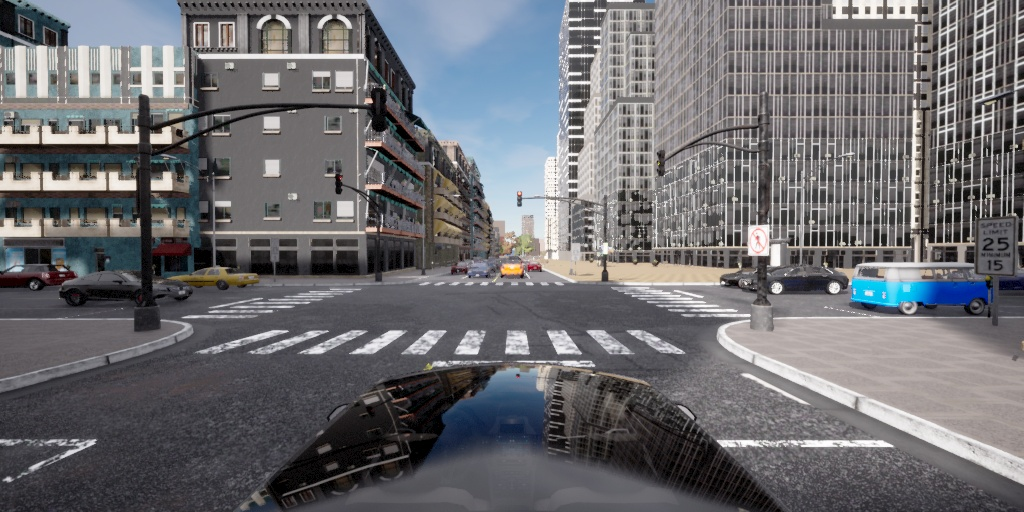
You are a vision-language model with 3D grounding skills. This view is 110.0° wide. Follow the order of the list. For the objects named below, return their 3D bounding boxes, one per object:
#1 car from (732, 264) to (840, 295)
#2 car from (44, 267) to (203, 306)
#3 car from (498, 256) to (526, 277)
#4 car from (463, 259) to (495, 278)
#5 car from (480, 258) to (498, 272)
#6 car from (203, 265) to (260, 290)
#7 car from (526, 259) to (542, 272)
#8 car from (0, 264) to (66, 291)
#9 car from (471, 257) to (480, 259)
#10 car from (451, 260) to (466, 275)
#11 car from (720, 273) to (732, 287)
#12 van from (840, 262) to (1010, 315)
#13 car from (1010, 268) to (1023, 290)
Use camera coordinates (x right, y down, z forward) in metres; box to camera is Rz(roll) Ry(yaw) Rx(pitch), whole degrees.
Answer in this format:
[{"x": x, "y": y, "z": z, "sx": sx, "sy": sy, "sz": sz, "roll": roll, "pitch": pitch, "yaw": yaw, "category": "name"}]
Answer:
[{"x": 14.639, "y": 1.194, "z": 18.713, "sx": 4.892, "sy": 1.490, "sz": 1.837, "roll": 0, "pitch": 1, "yaw": 0, "category": "car"}, {"x": -16.651, "y": 1.332, "z": 15.551, "sx": 4.674, "sy": 1.442, "sz": 1.812, "roll": 0, "pitch": 1, "yaw": 0, "category": "car"}, {"x": 0.077, "y": 1.096, "z": 34.844, "sx": 2.097, "sy": 1.767, "sz": 4.553, "roll": 0, "pitch": 0, "yaw": 2, "category": "car"}, {"x": -3.010, "y": 1.293, "z": 33.951, "sx": 2.033, "sy": 1.411, "sz": 5.357, "roll": 0, "pitch": 0, "yaw": 0, "category": "car"}, {"x": -2.980, "y": 1.309, "z": 43.985, "sx": 1.994, "sy": 1.385, "sz": 4.181, "roll": 0, "pitch": 0, "yaw": 0, "category": "car"}, {"x": -17.828, "y": 1.247, "z": 21.353, "sx": 4.829, "sy": 1.417, "sz": 1.751, "roll": 0, "pitch": 0, "yaw": 0, "category": "car"}, {"x": 2.777, "y": 1.290, "z": 45.085, "sx": 1.888, "sy": 1.381, "sz": 4.507, "roll": 0, "pitch": 0, "yaw": 0, "category": "car"}, {"x": -28.726, "y": 1.190, "z": 21.366, "sx": 4.097, "sy": 1.591, "sz": 1.967, "roll": 0, "pitch": 0, "yaw": 0, "category": "car"}, {"x": -5.570, "y": 1.185, "z": 45.051, "sx": 1.967, "sy": 1.591, "sz": 4.097, "roll": 0, "pitch": 0, "yaw": 0, "category": "car"}, {"x": -5.586, "y": 1.290, "z": 39.402, "sx": 1.888, "sy": 1.381, "sz": 4.507, "roll": 0, "pitch": 0, "yaw": 0, "category": "car"}, {"x": 14.730, "y": 1.216, "z": 21.315, "sx": 4.313, "sy": 1.339, "sz": 1.948, "roll": 0, "pitch": 0, "yaw": 0, "category": "car"}, {"x": 14.720, "y": 1.117, "z": 12.935, "sx": 3.998, "sy": 1.789, "sz": 1.690, "roll": 0, "pitch": 0, "yaw": 0, "category": "van"}, {"x": 24.711, "y": 1.196, "z": 18.700, "sx": 4.674, "sy": 1.442, "sz": 1.812, "roll": 0, "pitch": 1, "yaw": 0, "category": "car"}]
